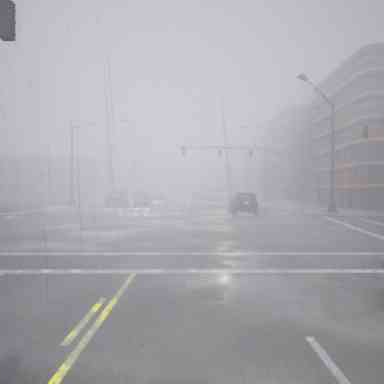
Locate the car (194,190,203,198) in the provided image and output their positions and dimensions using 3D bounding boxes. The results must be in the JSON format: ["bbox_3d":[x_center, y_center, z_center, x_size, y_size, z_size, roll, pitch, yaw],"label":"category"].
[{"bbox_3d":[1.387,0.584,69.085,1.895,1.301,4.718,0,1,1],"label":"car"}]

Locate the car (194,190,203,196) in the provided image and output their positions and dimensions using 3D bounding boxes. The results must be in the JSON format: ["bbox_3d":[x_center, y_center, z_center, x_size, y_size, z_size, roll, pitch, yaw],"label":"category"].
[{"bbox_3d":[1.493,0.230,79.059,2.033,1.411,5.357,0,1,1],"label":"car"}]

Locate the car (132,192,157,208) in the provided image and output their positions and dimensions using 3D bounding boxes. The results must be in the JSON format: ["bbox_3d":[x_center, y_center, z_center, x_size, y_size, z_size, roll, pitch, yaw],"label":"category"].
[{"bbox_3d":[-5.997,1.149,41.569,2.033,1.411,5.357,0,1,1],"label":"car"}]

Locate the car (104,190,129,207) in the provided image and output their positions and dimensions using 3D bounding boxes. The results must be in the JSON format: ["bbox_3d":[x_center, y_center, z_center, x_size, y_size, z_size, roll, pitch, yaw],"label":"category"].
[{"bbox_3d":[-9.484,0.810,42.314,2.150,2.045,5.566,0,1,1],"label":"car"}]

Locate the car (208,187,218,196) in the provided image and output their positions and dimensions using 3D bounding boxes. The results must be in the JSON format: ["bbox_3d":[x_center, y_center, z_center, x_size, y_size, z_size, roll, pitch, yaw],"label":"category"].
[{"bbox_3d":[4.993,-0.082,79.048,2.150,2.045,5.566,0,1,1],"label":"car"}]

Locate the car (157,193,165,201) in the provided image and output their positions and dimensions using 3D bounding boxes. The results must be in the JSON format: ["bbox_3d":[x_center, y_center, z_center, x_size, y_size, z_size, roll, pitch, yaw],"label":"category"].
[{"bbox_3d":[-5.780,0.801,58.204,1.994,1.385,4.181,0,1,1],"label":"car"}]

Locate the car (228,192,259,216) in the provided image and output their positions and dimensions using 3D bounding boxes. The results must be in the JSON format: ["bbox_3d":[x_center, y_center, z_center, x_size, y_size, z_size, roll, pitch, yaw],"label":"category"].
[{"bbox_3d":[4.540,1.014,29.867,2.150,2.045,5.566,0,0,1],"label":"car"}]

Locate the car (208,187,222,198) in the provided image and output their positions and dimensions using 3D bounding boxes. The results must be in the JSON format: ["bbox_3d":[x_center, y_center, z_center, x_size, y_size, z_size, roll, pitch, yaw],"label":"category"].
[{"bbox_3d":[4.882,0.223,68.623,2.150,2.045,5.566,0,1,1],"label":"car"}]

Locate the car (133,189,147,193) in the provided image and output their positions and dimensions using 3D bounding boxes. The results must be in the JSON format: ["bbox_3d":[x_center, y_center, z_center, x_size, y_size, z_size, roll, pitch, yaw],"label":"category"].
[{"bbox_3d":[-9.253,0.423,59.616,2.150,2.045,5.566,0,2,1],"label":"car"}]
